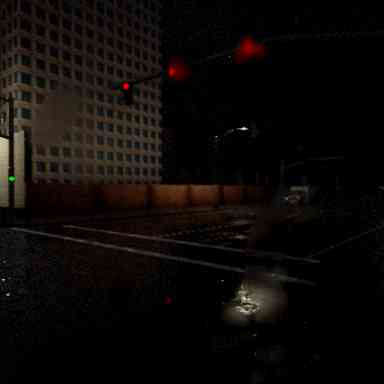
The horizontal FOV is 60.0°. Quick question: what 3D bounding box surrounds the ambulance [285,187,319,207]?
[{"bbox_3d":[13.952,0.531,42.013,2.351,2.431,6.366,1,1,40],"label":"ambulance"}]
